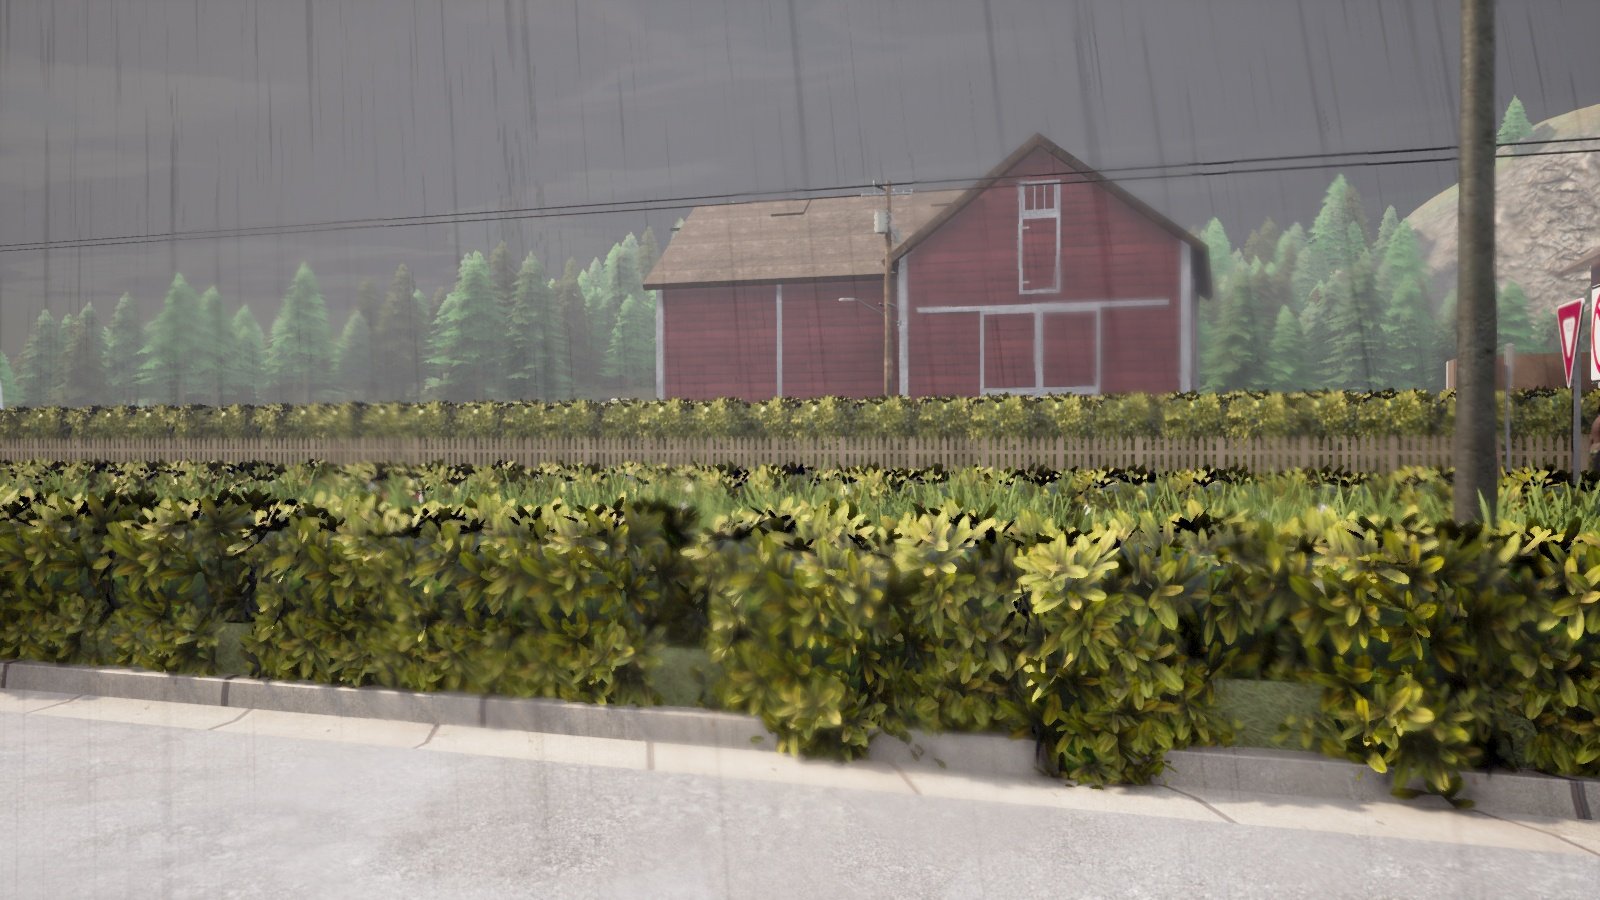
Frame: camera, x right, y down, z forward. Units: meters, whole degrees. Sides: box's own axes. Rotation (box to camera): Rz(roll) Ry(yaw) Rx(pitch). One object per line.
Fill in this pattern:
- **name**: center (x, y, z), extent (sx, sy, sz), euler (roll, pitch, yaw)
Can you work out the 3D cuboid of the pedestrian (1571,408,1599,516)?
- **pedestrian**: center (13.481, 0.195, 21.054), extent (0.869, 1.805, 0.328), euler (1, 1, 19)
